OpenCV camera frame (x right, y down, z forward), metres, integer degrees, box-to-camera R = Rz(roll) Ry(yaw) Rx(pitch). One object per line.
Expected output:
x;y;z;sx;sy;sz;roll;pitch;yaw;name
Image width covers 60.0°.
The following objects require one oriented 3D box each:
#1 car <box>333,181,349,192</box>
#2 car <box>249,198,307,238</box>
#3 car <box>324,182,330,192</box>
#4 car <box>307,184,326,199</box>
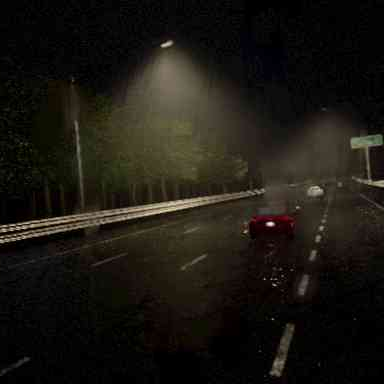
26.490;-0.917;58.367;2.128;1.511;4.902;-5;0;24;car
3.952;1.195;15.270;1.994;1.385;4.181;-5;0;24;car
23.192;-0.586;59.774;2.033;1.411;5.357;-5;0;24;car
15.837;0.079;42.780;1.812;1.442;4.674;-5;0;23;car
